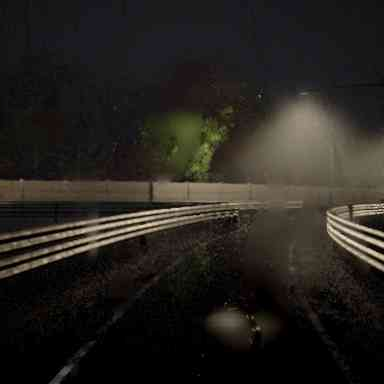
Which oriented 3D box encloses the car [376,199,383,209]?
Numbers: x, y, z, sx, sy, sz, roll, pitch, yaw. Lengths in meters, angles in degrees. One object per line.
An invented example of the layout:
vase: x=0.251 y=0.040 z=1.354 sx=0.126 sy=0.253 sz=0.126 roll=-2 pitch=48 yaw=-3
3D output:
car: x=23.163 y=1.529 z=38.467 sx=4.553 sy=1.767 sz=2.097 roll=1 pitch=0 yaw=-41
